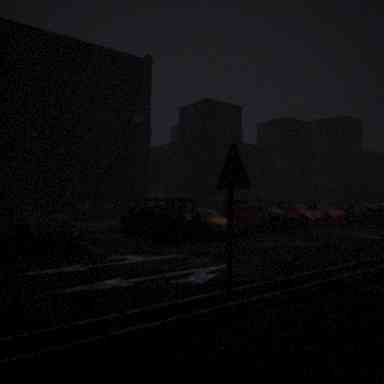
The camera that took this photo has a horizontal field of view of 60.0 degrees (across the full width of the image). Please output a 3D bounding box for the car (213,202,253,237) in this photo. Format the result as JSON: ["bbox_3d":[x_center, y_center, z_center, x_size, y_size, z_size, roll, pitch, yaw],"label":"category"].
[{"bbox_3d":[0.647,1.573,18.795,1.946,1.575,5.366,1,0,-36],"label":"car"}]

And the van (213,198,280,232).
[{"bbox_3d":[2.852,1.375,20.455,1.878,1.987,4.442,1,0,-36],"label":"van"}]

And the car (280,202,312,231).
[{"bbox_3d":[5.023,1.627,22.157,2.097,1.535,5.008,1,0,-36],"label":"car"}]

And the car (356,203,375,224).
[{"bbox_3d":[11.774,1.583,26.938,2.185,1.767,4.553,1,0,-36],"label":"car"}]

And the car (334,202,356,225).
[{"bbox_3d":[9.494,1.555,25.385,2.185,1.767,4.553,1,0,-36],"label":"car"}]

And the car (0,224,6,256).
[{"bbox_3d":[-8.417,1.346,12.506,2.185,1.767,4.553,1,0,-36],"label":"car"}]

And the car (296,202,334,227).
[{"bbox_3d":[7.252,1.527,23.782,2.185,1.767,4.553,1,0,-36],"label":"car"}]

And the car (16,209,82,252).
[{"bbox_3d":[-6.193,1.502,14.142,2.231,1.521,4.892,1,0,-36],"label":"car"}]

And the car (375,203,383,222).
[{"bbox_3d":[14.001,1.740,28.560,2.231,1.521,4.892,1,0,-36],"label":"car"}]

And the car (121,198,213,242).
[{"bbox_3d":[-1.719,1.300,17.367,2.435,2.045,5.566,1,0,-36],"label":"car"}]
